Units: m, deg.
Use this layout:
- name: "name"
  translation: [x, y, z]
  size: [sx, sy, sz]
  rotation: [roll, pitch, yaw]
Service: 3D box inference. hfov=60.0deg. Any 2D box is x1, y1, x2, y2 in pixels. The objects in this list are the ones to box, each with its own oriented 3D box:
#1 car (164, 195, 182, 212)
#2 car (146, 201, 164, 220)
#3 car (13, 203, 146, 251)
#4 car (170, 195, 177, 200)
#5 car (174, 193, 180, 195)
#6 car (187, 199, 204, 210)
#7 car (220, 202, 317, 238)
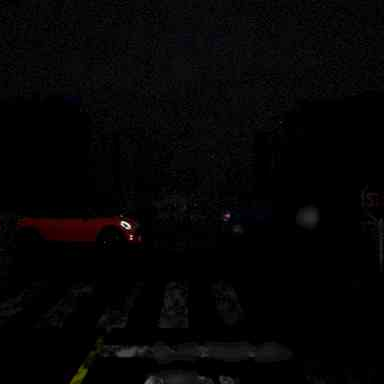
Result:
- name: "car"
  translation: [-2.528, 1.452, 38.967]
  size: [1.882, 1.535, 5.008]
  rotation: [0, 1, 0]
- name: "car"
  translation: [-4.558, 1.578, 25.944]
  size: [2.033, 1.411, 5.357]
  rotation: [-2, -1, 23]
- name: "car"
  translation: [-4.323, 1.257, 13.032]
  size: [4.553, 1.767, 2.097]
  rotation: [0, -1, 0]
- name: "car"
  translation: [-5.232, 1.472, 94.674]
  size: [1.752, 1.417, 4.829]
  rotation: [1, 0, 0]
- name: "car"
  translation: [-5.192, 1.497, 92.700]
  size: [2.008, 1.369, 4.403]
  rotation: [1, 0, 0]
- name: "car"
  translation: [0.439, 1.534, 42.209]
  size: [1.994, 1.385, 4.181]
  rotation: [0, 0, 0]
- name: "car"
  translation: [3.680, 1.247, 16.351]
  size: [4.553, 1.767, 2.097]
  rotation: [-1, -1, 0]
